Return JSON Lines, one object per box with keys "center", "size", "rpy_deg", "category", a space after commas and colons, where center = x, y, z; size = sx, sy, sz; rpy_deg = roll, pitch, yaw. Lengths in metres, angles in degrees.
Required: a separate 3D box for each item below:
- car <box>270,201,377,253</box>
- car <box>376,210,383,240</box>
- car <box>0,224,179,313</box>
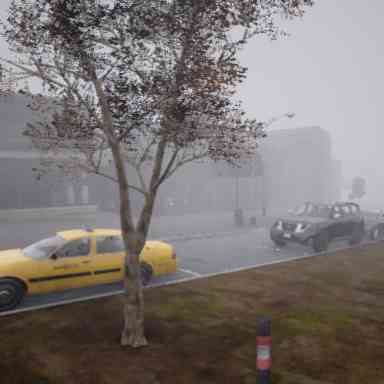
{"center": [5.945, 1.462, 15.283], "size": [5.566, 2.045, 2.435], "rpy_deg": [1, 1, -41], "category": "car"}
{"center": [10.104, 1.781, 19.067], "size": [4.892, 1.521, 2.231], "rpy_deg": [1, 1, -44], "category": "car"}
{"center": [-2.880, 1.602, 8.160], "size": [5.366, 1.575, 1.946], "rpy_deg": [1, 1, -35], "category": "car"}
